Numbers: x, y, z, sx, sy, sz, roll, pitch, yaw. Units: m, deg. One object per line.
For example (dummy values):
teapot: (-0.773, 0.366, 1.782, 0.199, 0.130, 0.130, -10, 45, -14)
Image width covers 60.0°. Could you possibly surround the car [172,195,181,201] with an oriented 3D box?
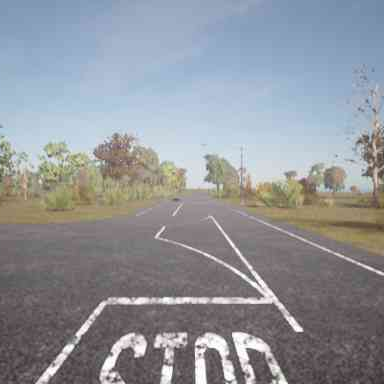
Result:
car: (-3.609, 1.439, 78.142, 2.033, 1.411, 5.357, 0, 0, 2)
